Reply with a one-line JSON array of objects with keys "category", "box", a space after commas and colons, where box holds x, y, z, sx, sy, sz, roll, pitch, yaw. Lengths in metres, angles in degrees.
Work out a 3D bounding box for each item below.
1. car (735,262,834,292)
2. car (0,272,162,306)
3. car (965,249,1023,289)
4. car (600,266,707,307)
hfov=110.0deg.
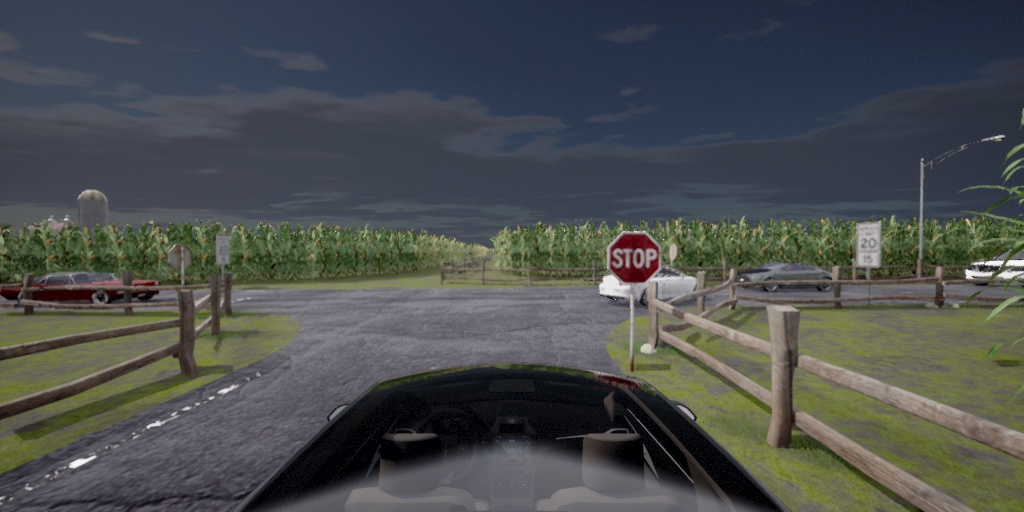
[{"category": "car", "box": [13.427, 0.999, 17.869, 4.181, 1.385, 1.994, 0, 1, -1]}, {"category": "car", "box": [-17.429, 1.308, 14.728, 4.718, 1.301, 1.895, 0, 1, 0]}, {"category": "car", "box": [26.423, 0.572, 17.946, 5.566, 2.045, 2.150, -1, 1, -1]}, {"category": "car", "box": [5.603, 1.082, 14.159, 4.674, 1.442, 1.812, -1, 0, -28]}]
